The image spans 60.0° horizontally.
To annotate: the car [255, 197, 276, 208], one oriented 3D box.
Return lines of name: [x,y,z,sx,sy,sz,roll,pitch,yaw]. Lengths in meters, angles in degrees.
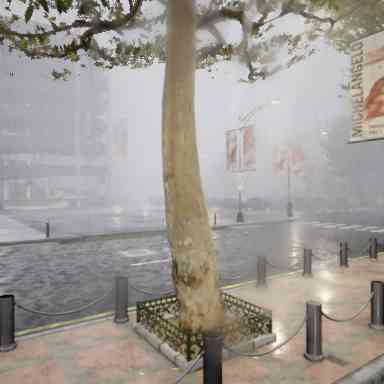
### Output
car: [9.803,1.503,47.996,1.837,1.490,4.892,0,0,-36]

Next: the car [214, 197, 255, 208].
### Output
car: [5.957,1.546,47.398,2.033,1.411,5.357,0,0,-35]

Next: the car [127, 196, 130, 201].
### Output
car: [-17.539,1.439,81.080,4.892,1.490,1.837,0,0,12]

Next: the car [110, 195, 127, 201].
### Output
car: [-18.503,1.426,77.715,5.008,1.535,1.882,0,0,12]

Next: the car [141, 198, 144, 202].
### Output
car: [-8.972,1.476,73.850,5.008,1.535,1.882,0,0,30]

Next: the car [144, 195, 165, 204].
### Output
car: [-6.329,1.503,62.928,4.892,1.490,1.837,0,0,42]

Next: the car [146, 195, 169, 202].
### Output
car: [-7.947,1.523,77.261,4.902,1.511,2.128,0,0,26]

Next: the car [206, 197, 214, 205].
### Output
car: [4.157,1.546,55.941,2.033,1.411,5.357,0,0,-36]
